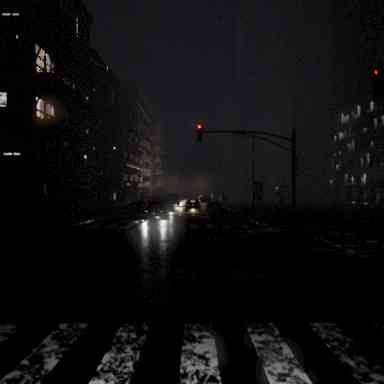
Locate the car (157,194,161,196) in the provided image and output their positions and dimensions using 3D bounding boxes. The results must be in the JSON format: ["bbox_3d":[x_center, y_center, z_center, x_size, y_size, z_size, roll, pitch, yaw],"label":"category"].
[{"bbox_3d":[-5.693,1.294,52.332,2.192,1.841,5.009,-1,0,0],"label":"car"}]

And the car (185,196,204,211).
[{"bbox_3d":[0.111,1.528,40.445,2.033,1.411,5.357,0,0,0],"label":"car"}]

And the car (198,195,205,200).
[{"bbox_3d":[2.666,1.502,92.101,1.752,1.417,4.829,-1,0,0],"label":"car"}]

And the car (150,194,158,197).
[{"bbox_3d":[-5.693,1.421,41.034,1.967,1.590,4.097,-1,0,0],"label":"car"}]

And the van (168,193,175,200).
[{"bbox_3d":[-5.683,1.317,91.873,1.690,1.788,3.998,-1,0,0],"label":"van"}]

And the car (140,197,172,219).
[{"bbox_3d":[-3.093,1.490,29.354,1.837,1.490,4.892,0,0,0],"label":"car"}]

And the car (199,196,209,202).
[{"bbox_3d":[2.663,1.521,74.983,1.887,1.381,4.507,-1,0,0],"label":"car"}]

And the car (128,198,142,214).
[{"bbox_3d":[-5.693,1.528,35.385,1.887,1.381,4.507,-1,0,0],"label":"car"}]

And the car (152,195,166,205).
[{"bbox_3d":[-5.690,1.418,57.980,1.967,1.590,4.097,-1,0,0],"label":"car"}]

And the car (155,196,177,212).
[{"bbox_3d":[-3.087,1.507,39.108,1.812,1.442,4.674,0,0,0],"label":"car"}]

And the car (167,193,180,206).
[{"bbox_3d":[-3.069,1.202,53.430,2.150,2.045,5.566,0,0,0],"label":"car"}]

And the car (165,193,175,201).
[{"bbox_3d":[-5.685,1.291,86.226,2.192,1.841,5.009,-1,0,0],"label":"car"}]

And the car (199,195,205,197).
[{"bbox_3d":[2.661,1.528,63.685,2.008,1.369,4.403,-1,0,0],"label":"car"}]

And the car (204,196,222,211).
[{"bbox_3d":[2.655,1.526,41.089,1.887,1.381,4.507,-1,0,0],"label":"car"}]

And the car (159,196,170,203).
[{"bbox_3d":[-5.685,1.559,69.279,1.802,1.307,4.206,-1,0,0],"label":"car"}]
